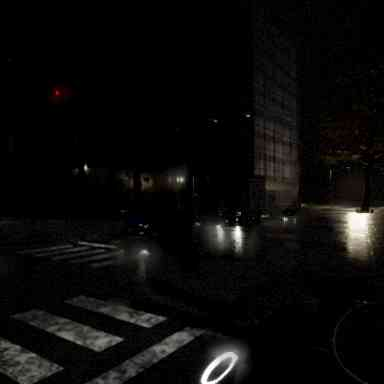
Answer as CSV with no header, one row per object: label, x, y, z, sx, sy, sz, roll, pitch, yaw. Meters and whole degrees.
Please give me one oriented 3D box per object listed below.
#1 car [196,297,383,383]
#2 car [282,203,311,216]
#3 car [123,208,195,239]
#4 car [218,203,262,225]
car,2.188,1.345,2.127,4.553,1.767,2.097,-1,0,35
car,12.506,2.047,39.434,2.033,1.411,5.357,-1,-1,36
car,-1.789,1.747,19.450,1.882,1.535,5.008,-1,-1,36
car,4.016,1.710,27.578,2.097,1.767,4.553,-1,-1,36
